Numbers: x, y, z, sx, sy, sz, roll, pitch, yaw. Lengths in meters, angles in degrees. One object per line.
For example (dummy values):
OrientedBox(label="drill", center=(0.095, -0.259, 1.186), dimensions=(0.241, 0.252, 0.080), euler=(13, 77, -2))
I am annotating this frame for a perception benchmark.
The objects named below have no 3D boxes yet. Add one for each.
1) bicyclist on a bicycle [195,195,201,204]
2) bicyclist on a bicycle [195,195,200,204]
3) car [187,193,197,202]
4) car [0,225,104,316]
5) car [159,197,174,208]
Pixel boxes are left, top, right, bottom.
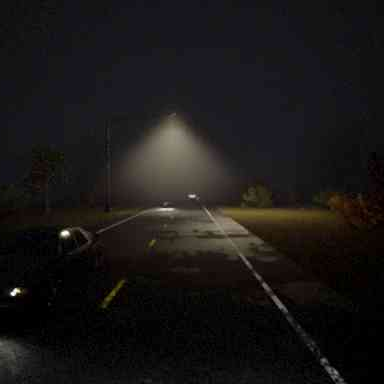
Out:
OrientedBox(label="bicyclist on a bicycle", center=(0.979, 1.402, 53.361), dimensions=(0.866, 1.612, 1.509), euler=(0, 0, 0))
OrientedBox(label="bicyclist on a bicycle", center=(0.976, 1.386, 61.612), dimensions=(0.866, 1.612, 1.509), euler=(0, 0, 0))
OrientedBox(label="car", center=(0.019, 1.527, 70.230), dimensions=(1.895, 1.301, 4.718), euler=(0, 0, 0))
OrientedBox(label="car", center=(-3.598, 1.548, 7.996), dimensions=(2.033, 1.411, 5.357), euler=(0, 0, 0))
OrientedBox(label="car", center=(-3.571, 1.466, 47.831), dimensions=(2.128, 1.511, 4.902), euler=(0, 0, 0))
